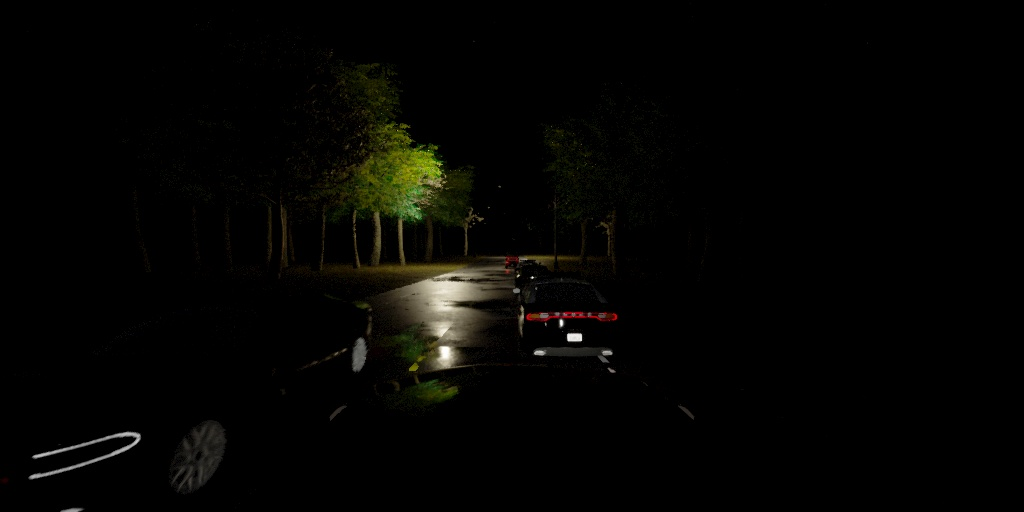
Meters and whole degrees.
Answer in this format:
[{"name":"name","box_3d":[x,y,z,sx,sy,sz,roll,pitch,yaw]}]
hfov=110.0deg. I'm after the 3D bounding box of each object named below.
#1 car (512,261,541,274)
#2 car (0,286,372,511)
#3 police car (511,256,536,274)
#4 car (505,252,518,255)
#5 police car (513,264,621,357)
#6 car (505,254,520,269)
[{"name":"car","box_3d":[1.071,1.199,18.523,1.837,1.490,4.892,0,0,0]},{"name":"car","box_3d":[-3.493,1.226,4.566,1.882,1.535,5.008,0,0,0]},{"name":"police car","box_3d":[1.077,1.069,24.634,1.930,1.638,5.238,0,0,0]},{"name":"car","box_3d":[0.066,0.291,60.129,2.150,2.045,5.566,0,2,0]},{"name":"police car","box_3d":[1.060,1.166,8.634,1.930,1.638,5.238,0,0,0]},{"name":"car","box_3d":[0.083,0.900,47.243,1.812,1.442,4.674,0,1,1]}]
